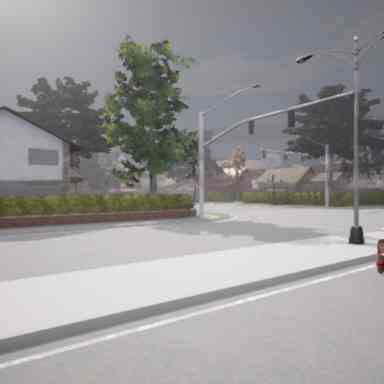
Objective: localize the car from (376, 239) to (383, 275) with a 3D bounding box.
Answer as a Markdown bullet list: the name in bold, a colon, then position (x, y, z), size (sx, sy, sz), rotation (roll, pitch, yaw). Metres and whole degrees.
- **car**: position (6.717, 1.434, 8.565), size (5.008, 1.535, 1.882), rotation (0, 0, -35)
